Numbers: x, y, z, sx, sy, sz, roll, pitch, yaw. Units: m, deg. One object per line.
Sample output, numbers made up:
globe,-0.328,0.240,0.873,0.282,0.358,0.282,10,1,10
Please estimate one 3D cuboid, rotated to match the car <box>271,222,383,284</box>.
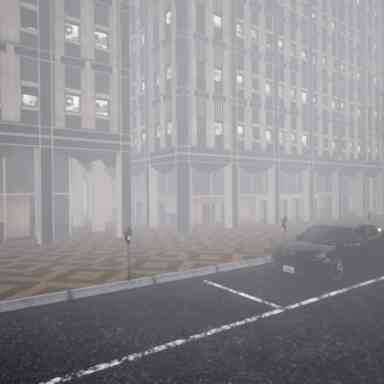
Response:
car,4.181,1.562,9.579,4.313,1.339,1.947,0,-1,-36
